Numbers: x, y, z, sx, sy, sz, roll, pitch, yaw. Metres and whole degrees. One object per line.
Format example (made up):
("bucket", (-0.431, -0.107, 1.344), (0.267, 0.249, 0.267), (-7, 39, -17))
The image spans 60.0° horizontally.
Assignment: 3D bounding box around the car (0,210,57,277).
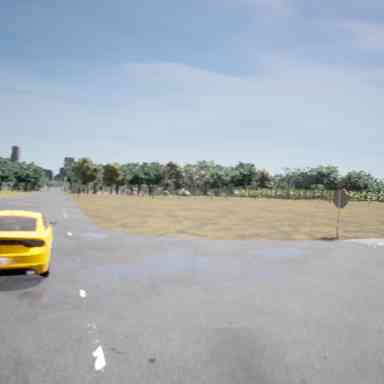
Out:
("car", (-4.885, 1.243, 9.216), (1.882, 1.535, 5.008), (3, 0, -22))
